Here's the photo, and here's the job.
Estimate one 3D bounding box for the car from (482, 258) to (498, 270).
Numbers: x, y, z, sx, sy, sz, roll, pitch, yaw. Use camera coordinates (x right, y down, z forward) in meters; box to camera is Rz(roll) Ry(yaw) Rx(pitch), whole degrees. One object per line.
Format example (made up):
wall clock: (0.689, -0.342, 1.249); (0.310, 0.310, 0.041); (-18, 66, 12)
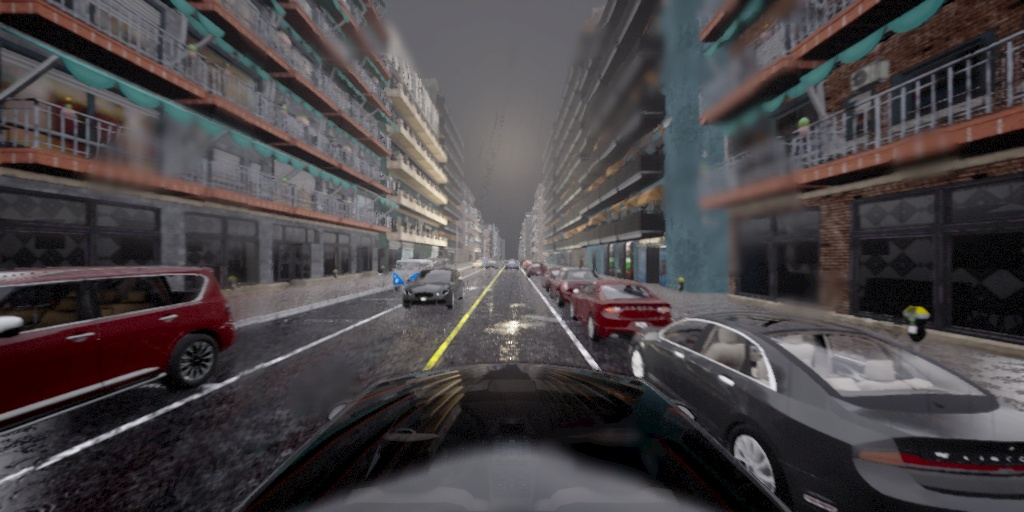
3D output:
car: (-3.061, 1.363, 55.465); (2.033, 1.411, 5.357); (0, 0, 1)

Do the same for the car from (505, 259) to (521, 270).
car: (0.001, 1.375, 53.113); (1.994, 1.385, 4.181); (0, 0, 0)

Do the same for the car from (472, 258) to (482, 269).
car: (-5.698, 1.354, 60.520); (1.751, 1.417, 4.829); (0, 0, 0)

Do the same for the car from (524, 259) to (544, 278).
car: (2.348, 1.297, 33.987); (1.812, 1.442, 4.674); (0, 0, 0)

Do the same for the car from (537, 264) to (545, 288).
car: (2.688, 1.334, 21.039); (1.802, 1.307, 4.207); (0, 0, 0)

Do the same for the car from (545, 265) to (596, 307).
car: (2.688, 1.189, 15.376); (1.967, 1.591, 4.097); (0, 0, 0)

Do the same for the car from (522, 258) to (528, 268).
car: (2.684, 1.348, 49.345); (1.888, 1.381, 4.507); (0, 0, 0)

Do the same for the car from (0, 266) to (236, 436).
car: (-5.691, 1.064, 4.073); (2.192, 1.841, 5.009); (0, 0, 0)

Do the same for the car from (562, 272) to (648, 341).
car: (2.689, 1.294, 9.716); (1.888, 1.381, 4.507); (0, 0, 0)

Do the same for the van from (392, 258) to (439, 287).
van: (-5.693, 1.092, 21.060); (1.690, 1.789, 3.998); (0, 0, 0)

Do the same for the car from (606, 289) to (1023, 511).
car: (2.690, 1.300, 4.053); (2.007, 1.370, 4.403); (0, 0, 0)

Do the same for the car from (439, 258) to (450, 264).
car: (-5.694, 1.074, 26.719); (2.192, 1.841, 5.009); (0, 0, 0)

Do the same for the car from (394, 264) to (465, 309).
car: (-3.101, 1.254, 14.977); (1.837, 1.490, 4.892); (0, 0, 0)
